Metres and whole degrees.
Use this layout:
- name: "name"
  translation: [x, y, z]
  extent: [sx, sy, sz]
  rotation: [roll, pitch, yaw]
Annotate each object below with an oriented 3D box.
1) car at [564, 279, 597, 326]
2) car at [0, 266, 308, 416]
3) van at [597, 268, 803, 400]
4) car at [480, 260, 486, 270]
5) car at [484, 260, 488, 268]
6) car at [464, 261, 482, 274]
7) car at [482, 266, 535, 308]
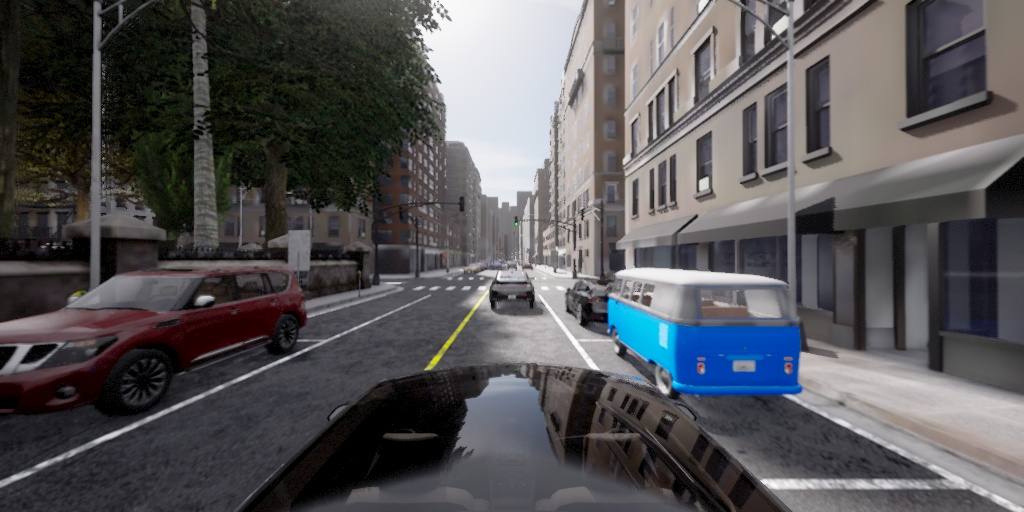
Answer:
- name: "car"
  translation: [2.859, 1.410, 11.911]
  extent: [1.948, 1.339, 4.313]
  rotation: [0, 0, 0]
- name: "car"
  translation: [-5.667, 1.107, 6.213]
  extent: [2.192, 1.841, 5.009]
  rotation: [0, 0, 0]
- name: "van"
  translation: [2.858, 1.133, 6.251]
  extent: [1.690, 1.789, 3.998]
  rotation: [0, 0, 0]
- name: "car"
  translation: [-5.658, 1.781, 55.350]
  extent: [2.007, 1.370, 4.403]
  rotation: [0, 0, 0]
- name: "car"
  translation: [-5.657, 1.827, 60.801]
  extent: [1.888, 1.381, 4.507]
  rotation: [0, 0, 0]
- name: "car"
  translation: [-5.660, 1.706, 49.730]
  extent: [1.751, 1.417, 4.829]
  rotation: [0, 0, 0]
- name: "car"
  translation: [0.007, 1.375, 16.144]
  extent: [2.128, 1.511, 4.902]
  rotation: [0, 0, 0]
